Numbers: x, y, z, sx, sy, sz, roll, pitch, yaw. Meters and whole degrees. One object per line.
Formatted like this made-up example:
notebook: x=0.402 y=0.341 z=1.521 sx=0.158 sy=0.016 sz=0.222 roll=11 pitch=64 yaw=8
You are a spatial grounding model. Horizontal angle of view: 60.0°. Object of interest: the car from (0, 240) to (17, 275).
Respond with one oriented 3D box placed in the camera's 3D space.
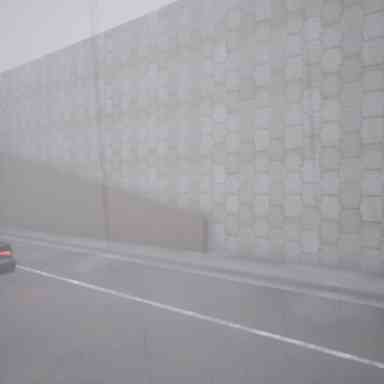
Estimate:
car: x=-6.659 y=1.455 z=8.671 sx=5.357 sy=1.411 sz=2.033 roll=1 pitch=0 yaw=36
